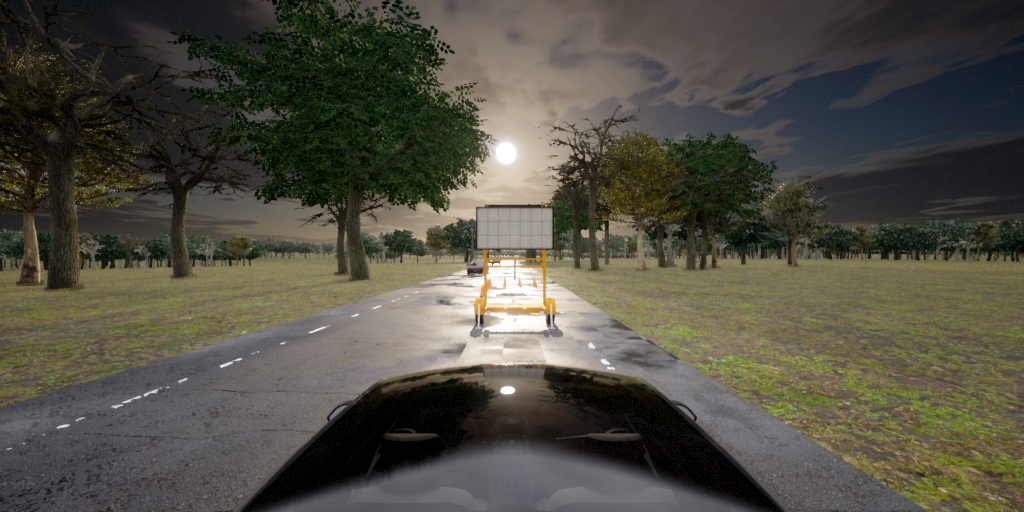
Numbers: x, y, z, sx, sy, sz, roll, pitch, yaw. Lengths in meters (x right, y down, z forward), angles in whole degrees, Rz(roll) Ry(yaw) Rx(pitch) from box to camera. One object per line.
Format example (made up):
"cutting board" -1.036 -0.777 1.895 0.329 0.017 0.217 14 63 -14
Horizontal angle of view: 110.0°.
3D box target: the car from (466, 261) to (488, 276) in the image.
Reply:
"car" -3.590 1.236 37.472 1.882 1.535 5.008 0 0 0

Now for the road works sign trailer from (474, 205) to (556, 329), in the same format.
"road works sign trailer" 0.089 0.211 11.194 2.380 3.560 2.880 0 0 0
